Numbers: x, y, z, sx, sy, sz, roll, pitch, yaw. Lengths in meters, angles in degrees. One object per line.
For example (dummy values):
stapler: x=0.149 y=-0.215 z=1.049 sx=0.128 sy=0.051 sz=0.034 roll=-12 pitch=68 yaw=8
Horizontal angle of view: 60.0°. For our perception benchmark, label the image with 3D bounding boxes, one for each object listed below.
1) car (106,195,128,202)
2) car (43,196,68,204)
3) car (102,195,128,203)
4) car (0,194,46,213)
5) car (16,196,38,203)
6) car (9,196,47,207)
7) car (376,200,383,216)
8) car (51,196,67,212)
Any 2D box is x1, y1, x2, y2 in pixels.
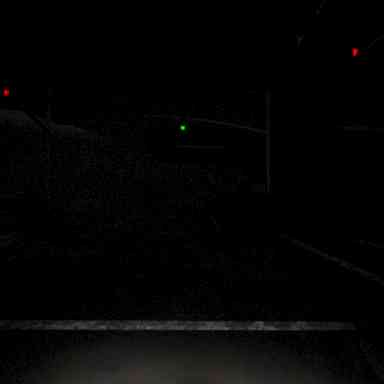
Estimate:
car: x=-16.568 y=1.470 z=73.954 sx=4.514 sy=1.523 sz=2.007 roll=0 pitch=0 yaw=-1
car: x=-24.089 y=1.424 z=58.920 sx=3.633 sy=1.501 sz=1.845 roll=0 pitch=0 yaw=-1
car: x=-16.495 y=1.455 z=70.818 sx=5.027 sy=1.636 sz=2.152 roll=0 pitch=0 yaw=-1
car: x=-16.801 y=1.136 z=33.233 sx=3.866 sy=1.878 sz=1.905 roll=0 pitch=0 yaw=-1
car: x=-35.161 y=1.509 z=70.839 sx=3.806 sy=1.475 sz=1.970 roll=0 pitch=0 yaw=-1
car: x=-24.064 y=1.384 z=48.928 sx=4.514 sy=1.523 sz=2.007 roll=0 pitch=0 yaw=-1
car: x=17.202 y=1.538 z=32.915 sx=2.242 sy=1.667 sz=4.611 roll=0 pitch=0 yaw=-1
car: x=-16.213 y=1.426 z=36.562 sx=3.806 sy=1.475 sz=1.970 roll=0 pitch=0 yaw=-1
